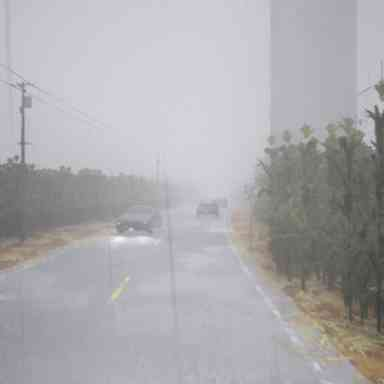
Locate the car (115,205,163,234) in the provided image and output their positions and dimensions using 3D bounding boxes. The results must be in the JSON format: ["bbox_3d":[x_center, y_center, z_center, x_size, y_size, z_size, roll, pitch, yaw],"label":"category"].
[{"bbox_3d":[-2.882,1.497,19.359,2.033,1.411,5.357,0,0,4],"label":"car"}]

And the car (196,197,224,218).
[{"bbox_3d":[1.519,1.423,29.983,2.128,1.511,4.902,0,0,8],"label":"car"}]

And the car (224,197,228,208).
[{"bbox_3d":[3.909,1.386,45.738,2.128,1.511,4.902,0,0,9],"label":"car"}]
